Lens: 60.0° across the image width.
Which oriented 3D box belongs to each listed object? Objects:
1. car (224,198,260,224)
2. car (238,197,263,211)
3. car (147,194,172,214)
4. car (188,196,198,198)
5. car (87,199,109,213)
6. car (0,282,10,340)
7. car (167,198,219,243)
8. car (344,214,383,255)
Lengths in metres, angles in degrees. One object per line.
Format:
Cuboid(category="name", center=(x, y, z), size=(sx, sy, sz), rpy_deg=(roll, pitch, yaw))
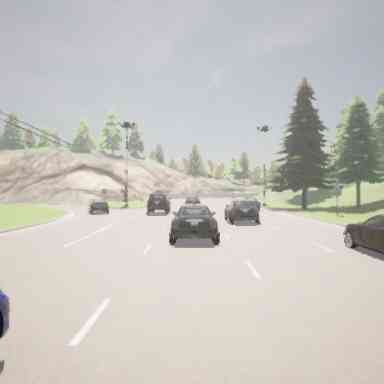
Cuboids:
Cuboid(category="car", center=(3.603, 1.330, 24.635), size=(2.097, 1.767, 4.553), rpy_deg=(0, 0, 0))
Cuboid(category="car", center=(7.102, 1.454, 40.916), size=(2.128, 1.511, 4.902), rpy_deg=(0, 0, 0))
Cuboid(category="car", center=(-3.397, 1.189, 34.866), size=(2.150, 2.045, 5.566), rpy_deg=(0, 0, 0))
Cuboid(category="car", center=(0.104, 1.311, 44.688), size=(2.097, 1.767, 4.553), rpy_deg=(0, 0, 0))
Cuboid(category="car", center=(-10.211, 1.458, 35.973), size=(2.128, 1.511, 4.902), rpy_deg=(0, 0, -22))
Cuboid(category="car", center=(-3.398, 1.221, 1.885), size=(2.150, 2.045, 5.566), rpy_deg=(0, 0, 0))
Cuboid(category="car", center=(0.102, 1.337, 15.997), size=(2.097, 1.767, 4.553), rpy_deg=(0, 0, 0))
Cuboid(category="car", center=(7.102, 1.467, 11.514), size=(1.882, 1.535, 5.008), rpy_deg=(0, 0, 0))
